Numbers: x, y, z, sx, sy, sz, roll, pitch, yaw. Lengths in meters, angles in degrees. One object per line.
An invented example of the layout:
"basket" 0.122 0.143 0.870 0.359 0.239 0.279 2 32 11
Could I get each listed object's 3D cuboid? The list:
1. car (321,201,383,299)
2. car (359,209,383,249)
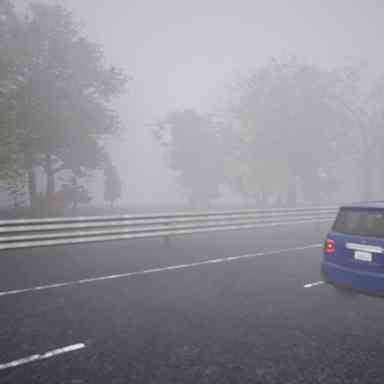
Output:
"car" 5.207 1.220 7.377 5.566 2.045 2.150 0 0 -35
"car" 9.602 1.503 14.645 4.892 1.490 1.837 0 0 -34
